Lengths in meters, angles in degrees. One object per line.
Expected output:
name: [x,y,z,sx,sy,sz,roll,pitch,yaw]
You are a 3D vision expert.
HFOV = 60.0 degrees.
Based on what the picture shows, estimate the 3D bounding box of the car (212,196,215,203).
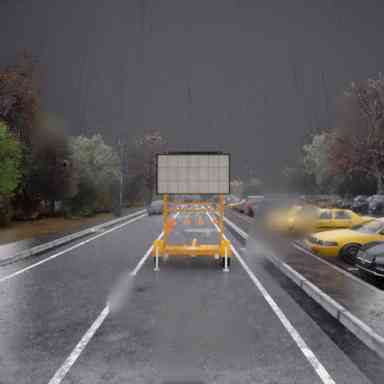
car: [7.330,1.504,66.931,5.566,2.045,2.435,0,0,0]

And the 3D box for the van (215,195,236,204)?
van: [7.225,1.633,72.467,4.442,1.987,1.878,0,-1,0]

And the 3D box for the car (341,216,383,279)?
car: [6.888,1.554,8.643,4.892,1.521,2.231,0,0,0]

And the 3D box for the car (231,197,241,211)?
car: [7.052,1.621,36.393,4.792,1.488,2.163,0,0,0]

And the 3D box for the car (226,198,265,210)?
car: [7.148,1.637,44.721,4.892,1.521,2.231,0,0,0]

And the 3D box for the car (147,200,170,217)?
car: [-3.189,1.589,32.604,1.837,1.490,4.892,0,0,0]

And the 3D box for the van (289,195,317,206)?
van: [20.458,1.492,61.270,4.442,1.987,1.878,0,0,0]

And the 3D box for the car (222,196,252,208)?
car: [7.170,1.555,53.050,4.553,1.767,2.185,0,0,0]

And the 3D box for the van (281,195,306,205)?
van: [20.264,1.522,66.820,4.442,1.987,1.878,0,-1,0]

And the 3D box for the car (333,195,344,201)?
car: [20.152,1.348,38.985,5.566,2.045,2.435,0,0,0]

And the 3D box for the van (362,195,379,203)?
van: [20.023,1.343,33.446,4.442,1.987,1.878,0,0,0]

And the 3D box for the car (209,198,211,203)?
car: [7.427,2.096,83.563,5.008,1.535,2.097,0,-1,0]

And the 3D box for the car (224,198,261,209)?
car: [7.155,1.652,47.497,4.892,1.521,2.231,0,0,0]

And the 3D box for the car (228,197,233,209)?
car: [7.072,1.636,39.169,4.792,1.488,2.163,0,0,0]

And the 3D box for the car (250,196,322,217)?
car: [7.033,1.409,25.291,4.553,1.767,2.185,0,0,0]

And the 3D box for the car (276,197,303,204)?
car: [20.405,1.788,69.435,5.008,1.535,2.097,0,-1,0]

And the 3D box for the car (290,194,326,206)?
car: [20.292,1.452,58.501,5.566,2.045,2.435,0,0,0]

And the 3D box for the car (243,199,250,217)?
car: [7.051,1.577,28.064,4.792,1.488,2.163,0,0,0]

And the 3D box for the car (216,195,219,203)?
car: [7.236,1.710,58.601,5.008,1.535,2.097,0,0,0]

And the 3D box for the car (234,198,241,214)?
car: [7.032,1.606,33.617,4.792,1.488,2.163,0,0,0]

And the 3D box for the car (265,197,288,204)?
car: [20.474,2.027,80.512,4.892,1.521,2.231,0,-1,0]

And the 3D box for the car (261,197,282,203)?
car: [20.515,2.147,86.177,5.008,1.535,2.097,0,-1,0]

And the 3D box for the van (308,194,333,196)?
van: [20.378,1.433,50.190,4.442,1.987,1.878,0,0,0]

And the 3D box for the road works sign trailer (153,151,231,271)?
road works sign trailer: [0.052,0.483,10.952,2.380,3.560,2.880,0,0,3]

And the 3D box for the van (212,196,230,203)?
van: [7.558,1.930,86.343,4.442,1.987,1.878,0,-1,0]

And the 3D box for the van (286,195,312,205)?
van: [20.476,1.506,63.915,4.442,1.987,1.878,0,0,0]

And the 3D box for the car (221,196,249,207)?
car: [7.190,1.570,55.826,4.553,1.767,2.185,0,0,0]

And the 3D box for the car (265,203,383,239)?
car: [6.757,1.524,17.093,5.366,1.575,1.946,0,0,0]

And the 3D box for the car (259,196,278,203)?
car: [20.508,2.078,88.825,4.553,1.767,2.185,0,-1,0]

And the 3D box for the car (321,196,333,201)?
car: [20.215,1.628,44.525,5.008,1.535,2.097,0,0,0]

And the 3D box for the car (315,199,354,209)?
car: [20.244,1.684,47.419,4.674,1.452,2.002,0,0,0]

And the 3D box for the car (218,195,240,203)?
car: [6.996,1.663,50.274,5.366,1.575,1.946,0,0,0]

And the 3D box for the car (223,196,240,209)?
car: [6.936,1.618,41.946,5.366,1.575,1.946,0,0,0]

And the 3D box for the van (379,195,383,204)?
van: [20.237,1.329,30.674,4.442,1.987,1.878,0,0,0]

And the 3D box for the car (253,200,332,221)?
car: [6.975,1.527,22.512,4.892,1.521,2.231,0,0,0]

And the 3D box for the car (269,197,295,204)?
car: [20.255,1.904,74.974,5.366,1.575,1.946,0,-1,0]

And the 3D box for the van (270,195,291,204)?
van: [20.577,1.741,77.747,4.442,1.987,1.878,0,-1,0]

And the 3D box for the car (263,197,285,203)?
car: [20.495,2.085,83.282,5.008,1.535,2.097,0,-1,0]

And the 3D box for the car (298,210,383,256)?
car: [6.716,1.540,11.420,5.366,1.575,1.946,0,0,0]

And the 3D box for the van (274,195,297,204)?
van: [20.303,1.622,72.211,4.442,1.987,1.878,0,-1,0]

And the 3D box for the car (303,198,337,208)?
car: [20.278,1.713,52.834,4.674,1.452,2.002,0,0,0]

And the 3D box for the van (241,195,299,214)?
van: [7.158,1.336,30.841,4.442,1.987,1.878,0,0,0]

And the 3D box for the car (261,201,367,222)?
car: [7.147,1.521,19.743,5.366,1.575,1.946,0,0,0]

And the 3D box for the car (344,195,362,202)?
car: [20.132,1.333,36.215,5.566,2.045,2.435,0,0,0]
